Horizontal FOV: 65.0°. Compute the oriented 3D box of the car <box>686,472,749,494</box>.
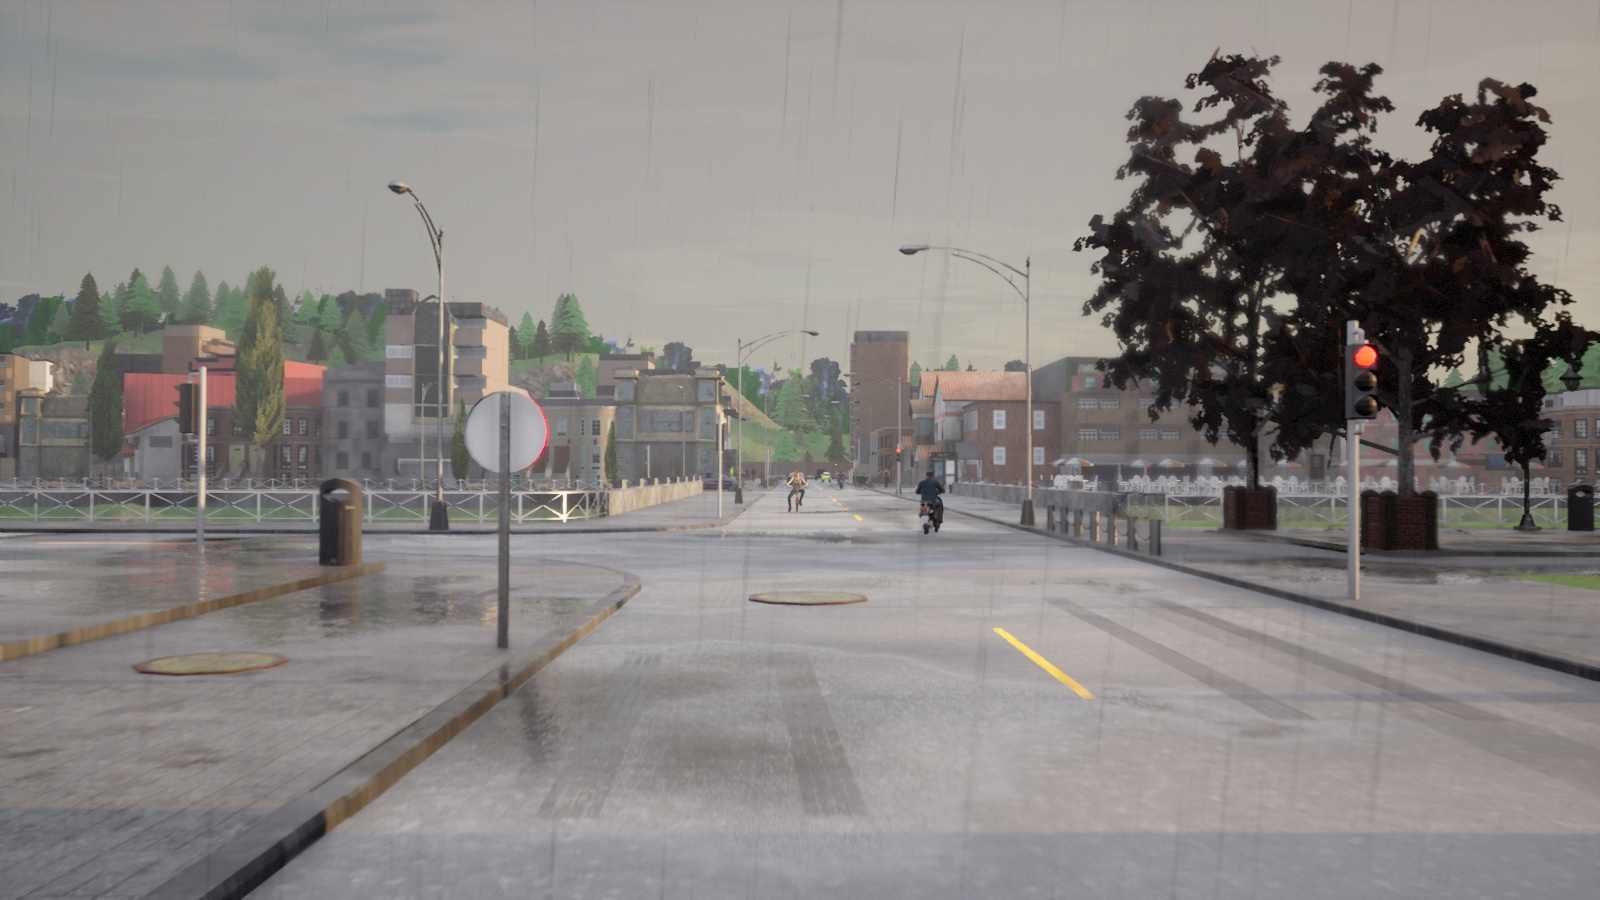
[{"bbox_3d":[-5.879,2.353,89.690,4.193,1.474,1.816,0,-1,7],"label":"car"}]

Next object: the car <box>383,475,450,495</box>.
[{"bbox_3d":[-27.425,2.494,89.934,4.181,1.385,1.994,0,-1,0],"label":"car"}]

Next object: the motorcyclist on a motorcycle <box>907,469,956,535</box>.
[{"bbox_3d":[3.334,1.285,31.697,0.866,1.590,1.817,-2,-1,16],"label":"motorcyclist on a motorcycle"}]
